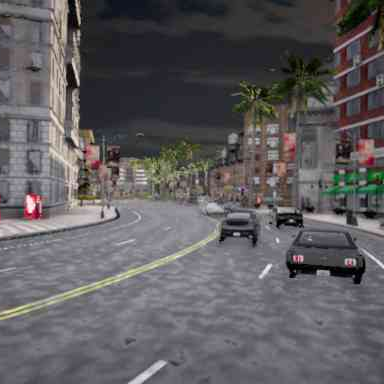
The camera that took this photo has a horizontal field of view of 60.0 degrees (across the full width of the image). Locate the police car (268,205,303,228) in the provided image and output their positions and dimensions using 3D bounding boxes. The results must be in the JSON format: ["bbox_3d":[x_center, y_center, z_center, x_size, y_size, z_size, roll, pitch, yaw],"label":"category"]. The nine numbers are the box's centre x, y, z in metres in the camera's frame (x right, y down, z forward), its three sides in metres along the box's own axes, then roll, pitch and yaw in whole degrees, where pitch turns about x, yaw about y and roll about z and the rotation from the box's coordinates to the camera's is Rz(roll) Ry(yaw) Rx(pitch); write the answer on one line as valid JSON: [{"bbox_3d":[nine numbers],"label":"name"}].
[{"bbox_3d":[7.035,1.799,25.449,1.930,1.638,5.238,1,-1,4],"label":"police car"}]

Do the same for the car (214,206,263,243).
[{"bbox_3d":[2.621,1.743,17.769,1.837,1.490,4.892,1,-1,13],"label":"car"}]

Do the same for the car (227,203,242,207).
[{"bbox_3d":[5.383,2.118,42.196,1.994,1.385,4.181,1,-1,-12],"label":"car"}]

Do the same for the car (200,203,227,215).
[{"bbox_3d":[2.333,2.022,40.013,1.812,1.442,4.674,1,-1,-11],"label":"car"}]

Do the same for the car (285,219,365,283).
[{"bbox_3d":[4.089,1.767,10.373,1.895,1.301,4.718,0,-1,21],"label":"car"}]
